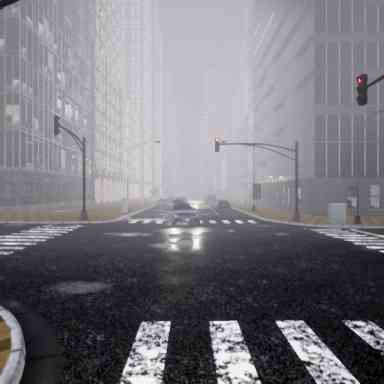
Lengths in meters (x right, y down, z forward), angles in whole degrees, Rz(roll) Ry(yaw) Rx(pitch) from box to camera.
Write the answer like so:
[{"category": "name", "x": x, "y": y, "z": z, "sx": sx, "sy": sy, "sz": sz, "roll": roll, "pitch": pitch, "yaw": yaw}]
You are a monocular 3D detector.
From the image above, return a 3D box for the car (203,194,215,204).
[{"category": "car", "x": 3.616, "y": 1.309, "z": 63.903, "sx": 2.192, "sy": 1.841, "sz": 5.009, "roll": 0, "pitch": 0, "yaw": 0}]

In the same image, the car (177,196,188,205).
[{"category": "car", "x": -1.738, "y": 1.524, "z": 60.794, "sx": 1.812, "sy": 1.442, "sz": 4.674, "roll": 0, "pitch": 0, "yaw": 0}]

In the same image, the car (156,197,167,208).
[{"category": "car", "x": -4.150, "y": 1.590, "z": 47.267, "sx": 1.802, "sy": 1.307, "sz": 4.206, "roll": 0, "pitch": 0, "yaw": 0}]

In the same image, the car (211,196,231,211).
[{"category": "car", "x": 3.817, "y": 1.577, "z": 41.795, "sx": 1.947, "sy": 1.339, "sz": 4.313, "roll": 0, "pitch": 0, "yaw": 0}]

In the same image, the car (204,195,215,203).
[{"category": "car", "x": 3.578, "y": 1.428, "z": 69.432, "sx": 1.967, "sy": 1.590, "sz": 4.097, "roll": 0, "pitch": 0, "yaw": 0}]

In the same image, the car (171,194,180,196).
[{"category": "car", "x": -1.696, "y": 1.499, "z": 49.799, "sx": 2.128, "sy": 1.511, "sz": 4.902, "roll": 0, "pitch": 0, "yaw": 0}]

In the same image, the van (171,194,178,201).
[{"category": "van", "x": -4.416, "y": 1.310, "z": 85.960, "sx": 1.690, "sy": 1.788, "sz": 3.998, "roll": 0, "pitch": 0, "yaw": 0}]

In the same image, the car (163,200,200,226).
[{"category": "car", "x": -0.747, "y": 1.545, "z": 23.636, "sx": 1.812, "sy": 1.442, "sz": 4.674, "roll": 0, "pitch": 0, "yaw": -11}]

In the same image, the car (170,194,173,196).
[{"category": "car", "x": -4.264, "y": 1.560, "z": 63.850, "sx": 1.947, "sy": 1.339, "sz": 4.313, "roll": 0, "pitch": 0, "yaw": 0}]

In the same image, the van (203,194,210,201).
[{"category": "van", "x": 3.502, "y": 1.317, "z": 80.486, "sx": 1.690, "sy": 1.788, "sz": 3.998, "roll": 0, "pitch": 0, "yaw": 0}]

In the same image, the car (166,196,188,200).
[{"category": "car", "x": -1.611, "y": 1.539, "z": 36.863, "sx": 1.812, "sy": 1.442, "sz": 4.674, "roll": 0, "pitch": 0, "yaw": -1}]

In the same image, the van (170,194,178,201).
[{"category": "van", "x": -4.378, "y": 1.317, "z": 80.432, "sx": 1.690, "sy": 1.788, "sz": 3.998, "roll": 0, "pitch": 0, "yaw": 0}]
